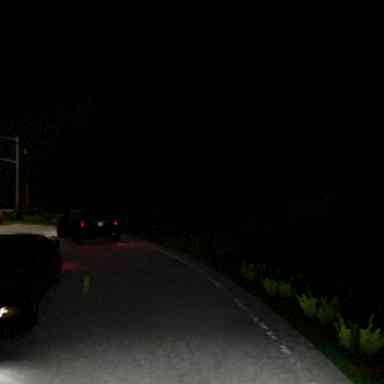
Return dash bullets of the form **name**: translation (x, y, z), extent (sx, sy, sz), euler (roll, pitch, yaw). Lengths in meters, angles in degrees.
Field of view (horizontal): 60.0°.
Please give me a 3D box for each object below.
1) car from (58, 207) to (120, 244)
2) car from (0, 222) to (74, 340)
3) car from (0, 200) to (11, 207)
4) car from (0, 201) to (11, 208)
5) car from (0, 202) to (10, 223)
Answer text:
- **car**: translation (-5.478, 1.548, 17.301), extent (2.097, 1.767, 4.553), euler (0, -1, -34)
- **car**: translation (-3.944, 1.630, 6.998), extent (2.033, 1.411, 5.357), euler (0, -1, -13)
- **car**: translation (-38.004, 2.341, 66.170), extent (4.718, 1.301, 1.895), euler (-1, -1, 39)
- **car**: translation (-30.470, 2.153, 54.216), extent (2.033, 1.411, 5.357), euler (0, -1, -37)
- **car**: translation (-17.034, 1.792, 26.571), extent (5.008, 1.535, 1.882), euler (0, -1, 33)
